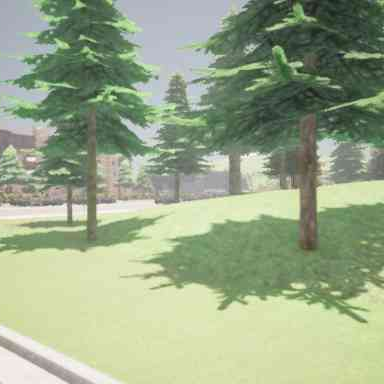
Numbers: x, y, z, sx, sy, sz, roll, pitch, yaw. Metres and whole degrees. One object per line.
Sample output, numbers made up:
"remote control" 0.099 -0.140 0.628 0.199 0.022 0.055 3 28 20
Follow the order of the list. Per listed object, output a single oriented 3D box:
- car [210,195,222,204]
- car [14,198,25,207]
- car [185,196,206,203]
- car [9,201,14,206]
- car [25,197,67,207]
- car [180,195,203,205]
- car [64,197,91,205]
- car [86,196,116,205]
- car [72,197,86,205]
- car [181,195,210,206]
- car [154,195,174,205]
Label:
"car" 3.630 1.417 68.146 2.097 1.767 4.553 0 0 35
"car" -25.232 1.692 53.254 1.895 1.301 4.718 0 0 35
"car" 0.767 1.548 70.160 2.128 1.511 4.902 0 0 35
"car" -27.784 1.699 55.656 1.895 1.301 4.718 0 0 35
"car" -22.336 1.577 51.309 2.128 1.511 4.902 0 0 35
"car" -0.094 1.416 62.759 2.097 1.767 4.553 0 0 36
"car" -21.992 1.698 63.832 1.895 1.301 4.718 0 0 35
"car" -16.033 1.591 60.216 1.837 1.490 4.892 0 0 36
"car" -19.436 1.569 61.395 1.882 1.535 5.008 0 0 35
"car" 0.557 1.563 57.615 1.837 1.490 4.892 0 0 35
"car" -4.941 1.423 62.021 2.097 1.767 4.553 0 0 35
